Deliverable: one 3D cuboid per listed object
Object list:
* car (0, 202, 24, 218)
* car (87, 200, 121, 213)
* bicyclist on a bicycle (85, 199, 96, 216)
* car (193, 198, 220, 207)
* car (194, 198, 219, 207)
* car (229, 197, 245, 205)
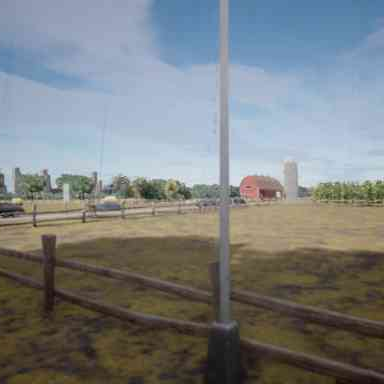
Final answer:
[{"bbox_3d":[-17.601,1.637,29.585,1.837,1.490,4.892,-2,-1,35],"label":"car"},{"bbox_3d":[-10.421,1.713,39.688,1.994,1.385,4.181,-2,-1,35],"label":"car"},{"bbox_3d":[-9.421,1.449,30.778,1.656,1.620,0.582,0,0,35],"label":"bicyclist on a bicycle"},{"bbox_3d":[2.520,1.742,57.726,2.033,1.411,5.357,-2,-2,35],"label":"car"},{"bbox_3d":[2.621,1.641,53.029,2.033,1.411,5.357,-2,-1,36],"label":"car"},{"bbox_3d":[8.325,1.648,61.144,1.837,1.490,4.892,-2,-2,35],"label":"car"}]
